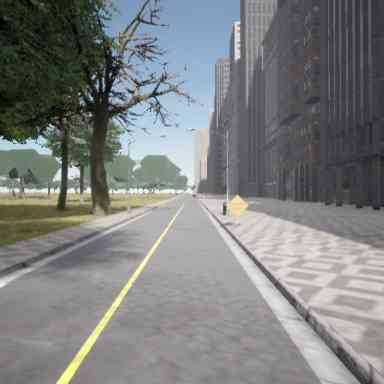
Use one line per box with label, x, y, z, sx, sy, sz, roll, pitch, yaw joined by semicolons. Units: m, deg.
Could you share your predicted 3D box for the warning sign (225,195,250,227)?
warning sign;2.707;1.109;19.827;1.300;1.860;1.060;-1;-1;0
